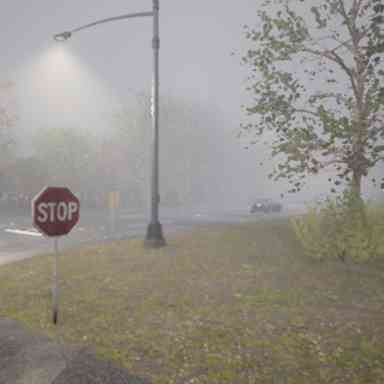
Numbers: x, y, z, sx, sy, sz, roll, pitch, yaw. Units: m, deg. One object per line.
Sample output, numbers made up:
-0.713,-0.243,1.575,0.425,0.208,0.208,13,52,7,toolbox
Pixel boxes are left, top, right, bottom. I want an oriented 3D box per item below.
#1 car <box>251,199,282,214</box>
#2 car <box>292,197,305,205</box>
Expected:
8.464,1.518,37.410,2.097,1.767,4.553,0,0,36,car
22.120,1.800,68.118,1.882,1.535,5.008,0,0,36,car
